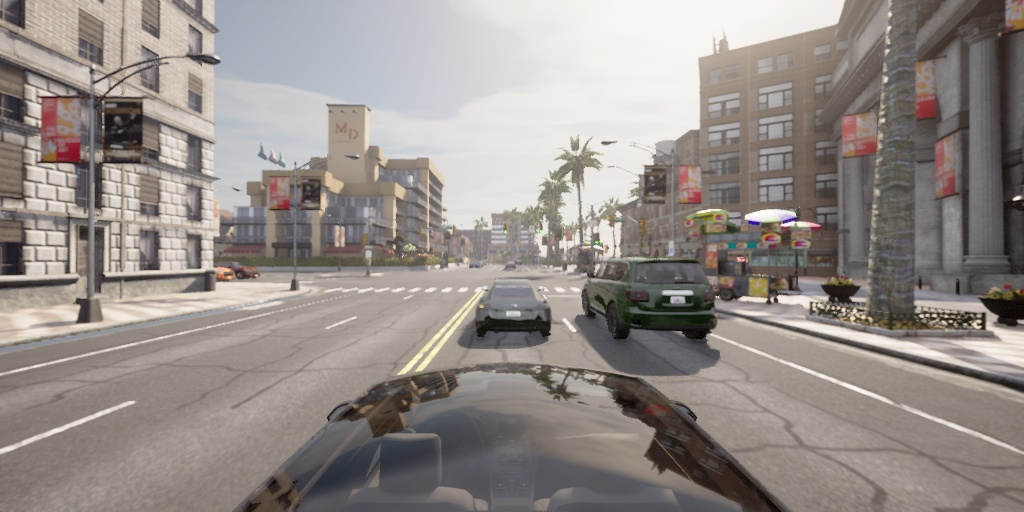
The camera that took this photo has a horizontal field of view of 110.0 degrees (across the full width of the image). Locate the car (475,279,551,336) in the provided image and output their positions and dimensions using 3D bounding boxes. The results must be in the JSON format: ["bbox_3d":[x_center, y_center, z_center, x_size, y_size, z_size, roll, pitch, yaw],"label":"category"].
[{"bbox_3d":[0.032,1.383,10.724,1.994,1.385,4.181,0,0,0],"label":"car"}]

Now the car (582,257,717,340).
[{"bbox_3d":[3.530,1.038,10.307,2.150,2.045,5.566,0,0,0],"label":"car"}]

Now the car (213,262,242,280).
[{"bbox_3d":[-27.267,1.332,31.753,4.553,1.767,2.097,0,0,-1],"label":"car"}]

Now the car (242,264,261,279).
[{"bbox_3d":[-27.394,1.359,35.254,4.553,1.767,2.097,0,0,-1],"label":"car"}]
